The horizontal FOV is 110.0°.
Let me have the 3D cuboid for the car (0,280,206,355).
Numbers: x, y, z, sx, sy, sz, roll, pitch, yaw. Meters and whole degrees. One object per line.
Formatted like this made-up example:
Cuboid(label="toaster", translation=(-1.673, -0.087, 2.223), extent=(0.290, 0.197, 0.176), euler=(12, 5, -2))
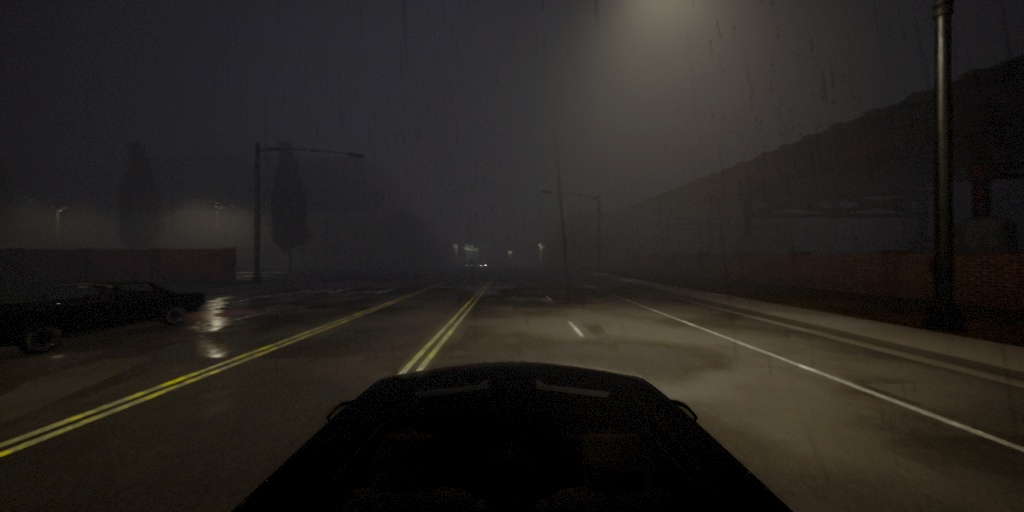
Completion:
Cuboid(label="car", translation=(-10.495, 1.315, 8.911), extent=(1.895, 1.301, 4.718), euler=(0, 0, 0))
